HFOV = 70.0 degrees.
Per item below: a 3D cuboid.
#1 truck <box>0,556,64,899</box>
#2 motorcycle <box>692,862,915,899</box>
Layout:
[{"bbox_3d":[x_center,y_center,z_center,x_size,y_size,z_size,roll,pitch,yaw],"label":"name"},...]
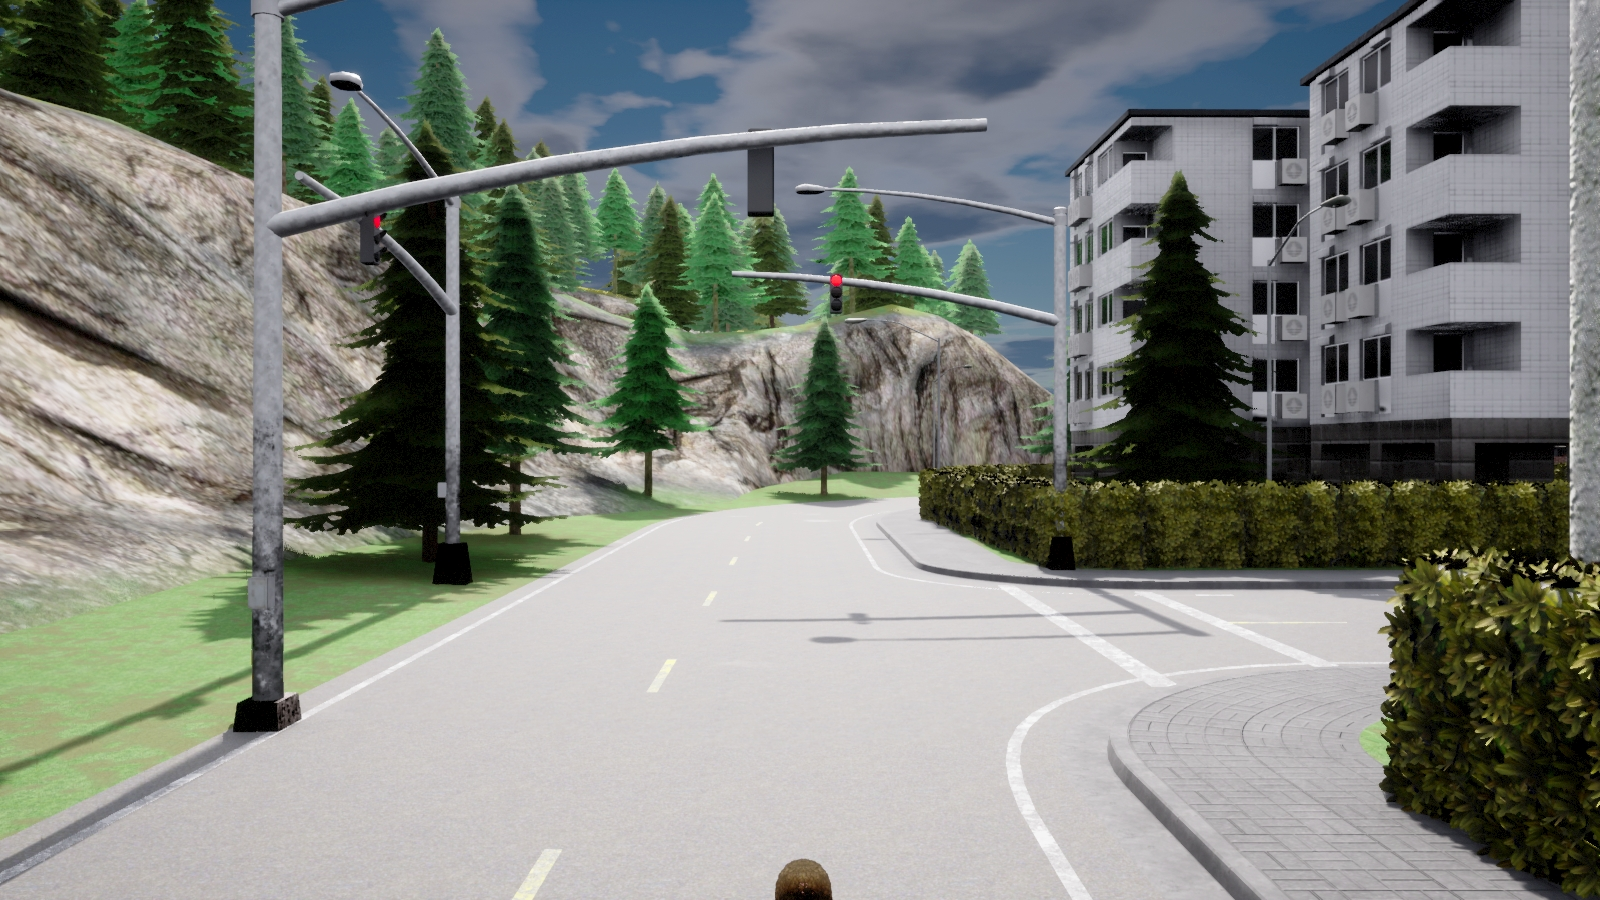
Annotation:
[{"bbox_3d":[-3.497,1.548,0.780,2.627,2.467,5.204,0,0,0],"label":"truck"},{"bbox_3d":[0.010,2.193,3.477,0.803,1.145,2.033,0,0,0],"label":"motorcycle"}]
